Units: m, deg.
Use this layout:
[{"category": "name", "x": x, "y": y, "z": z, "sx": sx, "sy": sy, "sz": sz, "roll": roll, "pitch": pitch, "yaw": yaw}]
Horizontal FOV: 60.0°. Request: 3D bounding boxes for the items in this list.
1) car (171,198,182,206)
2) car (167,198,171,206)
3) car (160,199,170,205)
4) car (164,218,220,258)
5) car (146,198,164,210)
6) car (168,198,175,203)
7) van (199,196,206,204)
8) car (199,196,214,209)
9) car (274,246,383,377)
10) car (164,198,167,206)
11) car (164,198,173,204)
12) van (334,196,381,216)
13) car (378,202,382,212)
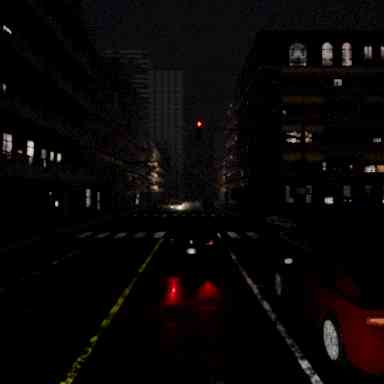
[{"category": "car", "x": -3.085, "y": 1.999, "z": 66.495, "sx": 1.882, "sy": 1.535, "sz": 5.008, "roll": 0, "pitch": 0, "yaw": 0}, {"category": "car", "x": -5.774, "y": 1.955, "z": 65.764, "sx": 1.967, "sy": 1.590, "sz": 4.097, "roll": -1, "pitch": 0, "yaw": 0}, {"category": "car", "x": -5.779, "y": 2.143, "z": 71.291, "sx": 1.802, "sy": 1.307, "sz": 4.206, "roll": -1, "pitch": 0, "yaw": 0}, {"category": "car", "x": 0.104, "y": 1.701, "z": 13.285, "sx": 1.895, "sy": 1.301, "sz": 4.718, "roll": 0, "pitch": 0, "yaw": 3}, {"category": "car", "x": -5.753, "y": 1.929, "z": 49.181, "sx": 2.008, "sy": 1.369, "sz": 4.403, "roll": 0, "pitch": 0, "yaw": 0}, {"category": "car", "x": -5.804, "y": 2.332, "z": 93.402, "sx": 1.802, "sy": 1.307, "sz": 4.206, "roll": -1, "pitch": 0, "yaw": 0}, {"category": "van", "x": 2.586, "y": 1.996, "z": 82.353, "sx": 1.690, "sy": 1.788, "sz": 3.998, "roll": -1, "pitch": 0, "yaw": 0}, {"category": "car", "x": 2.619, "y": 1.864, "z": 54.714, "sx": 1.967, "sy": 1.590, "sz": 4.097, "roll": -1, "pitch": 0, "yaw": 0}, {"category": "car", "x": 2.677, "y": 1.588, "z": 5.715, "sx": 1.887, "sy": 1.381, "sz": 4.507, "roll": 0, "pitch": 0, "yaw": 0}, {"category": "car", "x": -5.760, "y": 1.990, "z": 54.708, "sx": 1.947, "sy": 1.339, "sz": 4.313, "roll": 0, "pitch": 0, "yaw": 0}, {"category": "car", "x": -5.792, "y": 2.179, "z": 82.177, "sx": 1.752, "sy": 1.417, "sz": 4.829, "roll": -1, "pitch": 0, "yaw": 0}, {"category": "van", "x": 15.606, "y": 1.271, "z": 31.304, "sx": 3.998, "sy": 1.788, "sz": 1.690, "roll": -1, "pitch": 1, "yaw": -1}, {"category": "car", "x": 15.737, "y": 1.502, "z": 22.929, "sx": 4.313, "sy": 1.339, "sz": 1.947, "roll": -1, "pitch": 1, "yaw": -1}]
